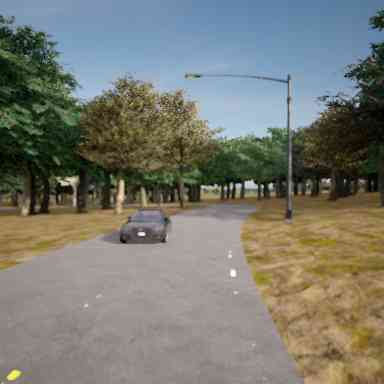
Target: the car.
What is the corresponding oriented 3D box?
[{"bbox_3d":[-2.017,1.518,15.539,1.994,1.385,4.181,0,0,1],"label":"car"}]
